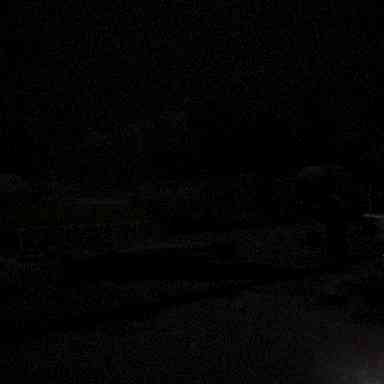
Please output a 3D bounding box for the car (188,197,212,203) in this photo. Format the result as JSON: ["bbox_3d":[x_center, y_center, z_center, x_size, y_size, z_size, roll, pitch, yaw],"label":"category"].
[{"bbox_3d":[1.267,1.505,52.126,1.837,1.490,4.892,0,0,-35],"label":"car"}]

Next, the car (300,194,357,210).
[{"bbox_3d":[13.824,1.221,34.120,2.150,2.045,5.566,0,0,-35],"label":"car"}]
